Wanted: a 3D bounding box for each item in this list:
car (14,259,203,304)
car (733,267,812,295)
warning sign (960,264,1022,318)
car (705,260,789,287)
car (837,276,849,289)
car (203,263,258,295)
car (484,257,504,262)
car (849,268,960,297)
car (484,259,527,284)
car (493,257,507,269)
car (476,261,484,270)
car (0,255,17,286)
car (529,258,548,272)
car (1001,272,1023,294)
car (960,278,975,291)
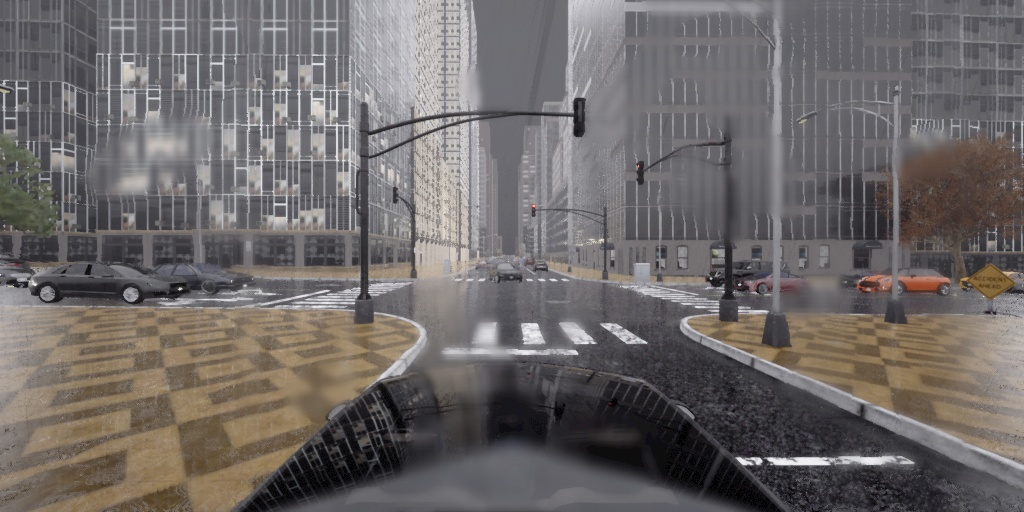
[{"bbox_3d":[-15.427,0.998,13.945,4.892,1.490,1.837,1,0,-3],"label":"car"},{"bbox_3d":[16.087,1.631,22.304,4.181,1.385,1.994,1,0,-3],"label":"car"},{"bbox_3d":[17.213,1.204,12.901,1.060,1.860,1.300,0,0,-3],"label":"warning sign"},{"bbox_3d":[16.900,1.303,25.601,5.566,2.045,2.150,1,0,-3],"label":"car"},{"bbox_3d":[26.289,1.813,26.095,4.181,1.385,1.994,1,0,-3],"label":"car"},{"bbox_3d":[-15.440,1.040,17.233,5.357,1.411,2.033,1,0,0],"label":"car"},{"bbox_3d":[-1.756,1.118,42.155,2.097,1.767,4.553,0,0,-1],"label":"car"},{"bbox_3d":[24.781,1.574,22.757,4.553,1.767,2.097,1,0,-3],"label":"car"},{"bbox_3d":[-0.608,1.249,27.541,1.882,1.535,5.008,0,0,-13],"label":"car"},{"bbox_3d":[-1.912,1.108,59.347,2.097,1.767,4.553,0,0,0],"label":"car"},{"bbox_3d":[-4.322,1.342,52.068,1.802,1.307,4.207,0,0,-1],"label":"car"},{"bbox_3d":[-25.374,0.802,16.683,4.902,1.511,2.128,1,0,-3],"label":"car"},{"bbox_3d":[3.663,1.329,46.623,1.948,1.339,4.313,0,0,-1],"label":"car"},{"bbox_3d":[33.779,1.948,23.221,4.181,1.385,1.994,1,0,-2],"label":"car"},{"bbox_3d":[36.318,1.906,26.608,5.008,1.535,1.882,1,0,-3],"label":"car"}]
